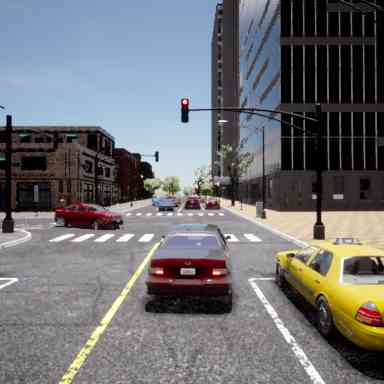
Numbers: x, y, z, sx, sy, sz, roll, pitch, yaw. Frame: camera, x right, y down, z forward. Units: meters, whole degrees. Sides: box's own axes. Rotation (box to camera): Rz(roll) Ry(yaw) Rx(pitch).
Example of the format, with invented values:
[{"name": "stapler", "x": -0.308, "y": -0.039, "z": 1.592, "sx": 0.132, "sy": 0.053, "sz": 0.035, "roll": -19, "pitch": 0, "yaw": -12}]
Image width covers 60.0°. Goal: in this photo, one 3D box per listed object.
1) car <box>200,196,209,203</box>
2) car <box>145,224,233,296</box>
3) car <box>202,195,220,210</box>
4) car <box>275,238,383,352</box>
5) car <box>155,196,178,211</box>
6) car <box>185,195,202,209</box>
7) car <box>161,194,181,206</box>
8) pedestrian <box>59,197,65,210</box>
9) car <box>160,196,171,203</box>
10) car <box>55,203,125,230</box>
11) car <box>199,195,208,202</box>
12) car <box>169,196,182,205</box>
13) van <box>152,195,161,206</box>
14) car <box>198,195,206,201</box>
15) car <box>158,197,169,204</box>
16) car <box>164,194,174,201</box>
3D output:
[{"name": "car", "x": 2.676, "y": 1.553, "z": 71.976, "sx": 1.752, "sy": 1.417, "sz": 4.829, "roll": 1, "pitch": 0, "yaw": 0}, {"name": "car", "x": 0.072, "y": 1.550, "z": 8.803, "sx": 2.033, "sy": 1.411, "sz": 5.357, "roll": 0, "pitch": 0, "yaw": 3}, {"name": "car", "x": 2.687, "y": 1.456, "z": 44.131, "sx": 1.967, "sy": 1.590, "sz": 4.097, "roll": 1, "pitch": 0, "yaw": 0}, {"name": "car", "x": 2.836, "y": 1.527, "z": 6.353, "sx": 1.752, "sy": 1.417, "sz": 4.829, "roll": 1, "pitch": 0, "yaw": 0}, {"name": "car", "x": -3.138, "y": 1.562, "z": 41.114, "sx": 2.033, "sy": 1.411, "sz": 5.357, "roll": 0, "pitch": 0, "yaw": -3}, {"name": "car", "x": 0.064, "y": 1.369, "z": 47.111, "sx": 2.097, "sy": 1.767, "sz": 4.553, "roll": 0, "pitch": 0, "yaw": 0}, {"name": "car", "x": -3.113, "y": 1.371, "z": 51.013, "sx": 2.097, "sy": 1.767, "sz": 4.553, "roll": 0, "pitch": 0, "yaw": 0}, {"name": "pedestrian", "x": -12.556, "y": 1.369, "z": 32.120, "sx": 0.375, "sy": 1.860, "sz": 0.375, "roll": 0, "pitch": 0, "yaw": 1}, {"name": "car", "x": -5.705, "y": 1.594, "z": 71.815, "sx": 1.947, "sy": 1.339, "sz": 4.313, "roll": 1, "pitch": 0, "yaw": 0}, {"name": "car", "x": -6.505, "y": 1.488, "z": 21.078, "sx": 5.008, "sy": 1.535, "sz": 1.882, "roll": -1, "pitch": -1, "yaw": 31}, {"name": "car", "x": 2.674, "y": 1.556, "z": 77.510, "sx": 1.752, "sy": 1.417, "sz": 4.829, "roll": 1, "pitch": 0, "yaw": 0}, {"name": "car", "x": -3.088, "y": 1.515, "z": 61.390, "sx": 2.128, "sy": 1.511, "sz": 4.902, "roll": 0, "pitch": 0, "yaw": 0}, {"name": "van", "x": -5.696, "y": 1.362, "z": 55.212, "sx": 1.690, "sy": 1.788, "sz": 3.998, "roll": 1, "pitch": 0, "yaw": 0}, {"name": "car", "x": 2.670, "y": 1.580, "z": 88.410, "sx": 1.887, "sy": 1.381, "sz": 4.507, "roll": 1, "pitch": 0, "yaw": 0}, {"name": "car", "x": -5.703, "y": 1.608, "z": 66.280, "sx": 1.802, "sy": 1.307, "sz": 4.206, "roll": 1, "pitch": 0, "yaw": 0}, {"name": "car", "x": -5.705, "y": 1.348, "z": 82.883, "sx": 2.192, "sy": 1.841, "sz": 5.009, "roll": 1, "pitch": 0, "yaw": 0}]
